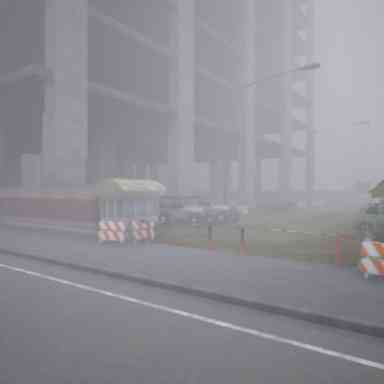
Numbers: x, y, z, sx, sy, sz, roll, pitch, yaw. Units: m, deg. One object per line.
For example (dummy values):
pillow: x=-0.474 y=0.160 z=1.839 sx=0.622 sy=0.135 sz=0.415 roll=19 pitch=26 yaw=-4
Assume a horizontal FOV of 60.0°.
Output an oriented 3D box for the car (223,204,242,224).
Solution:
car: x=1.306 y=1.142 z=22.605 sx=3.866 sy=1.878 sz=1.905 roll=0 pitch=0 yaw=36

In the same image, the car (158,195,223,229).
car: x=-0.414 y=1.143 z=20.219 sx=3.866 sy=1.878 sz=1.905 roll=0 pitch=0 yaw=36

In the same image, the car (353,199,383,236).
car: x=9.809 y=1.334 z=15.520 sx=3.988 sy=1.617 sz=1.851 roll=0 pitch=0 yaw=36
